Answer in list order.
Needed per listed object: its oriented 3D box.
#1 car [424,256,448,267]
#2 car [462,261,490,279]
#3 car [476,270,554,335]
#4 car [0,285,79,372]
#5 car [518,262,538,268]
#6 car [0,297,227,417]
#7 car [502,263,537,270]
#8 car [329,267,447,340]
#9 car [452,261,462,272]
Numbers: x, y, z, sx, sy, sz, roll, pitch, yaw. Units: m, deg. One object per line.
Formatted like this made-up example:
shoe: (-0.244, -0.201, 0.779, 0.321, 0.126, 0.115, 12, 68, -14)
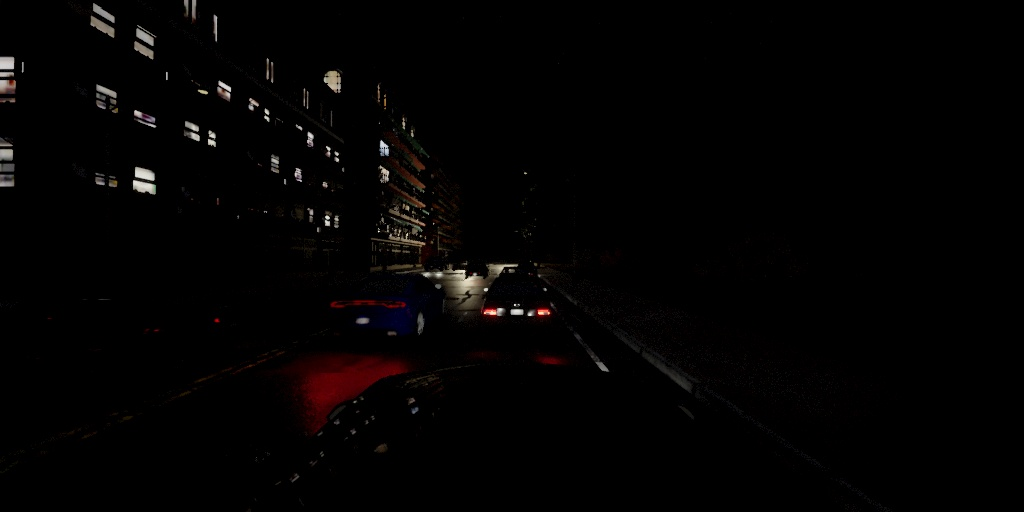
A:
car: (-9.822, 0.975, 46.642, 2.150, 2.045, 5.566, 0, 0, 0)
car: (-3.132, 1.260, 32.757, 1.837, 1.490, 4.892, 0, 0, 0)
car: (0.107, 1.299, 10.505, 2.033, 1.411, 5.357, 0, 0, 0)
car: (-9.850, 1.298, 4.635, 2.033, 1.411, 5.357, 0, 0, 0)
car: (1.154, 1.259, 30.634, 1.837, 1.490, 4.892, 0, 0, 0)
car: (-6.599, 1.298, 4.724, 2.033, 1.411, 5.357, 0, 0, 0)
car: (0.110, 1.301, 20.867, 2.033, 1.411, 5.357, 0, 0, 0)
car: (-3.147, 1.229, 10.036, 1.882, 1.535, 5.008, 0, 0, 0)
car: (-6.574, 1.301, 46.596, 2.033, 1.411, 5.357, 0, 0, 0)
